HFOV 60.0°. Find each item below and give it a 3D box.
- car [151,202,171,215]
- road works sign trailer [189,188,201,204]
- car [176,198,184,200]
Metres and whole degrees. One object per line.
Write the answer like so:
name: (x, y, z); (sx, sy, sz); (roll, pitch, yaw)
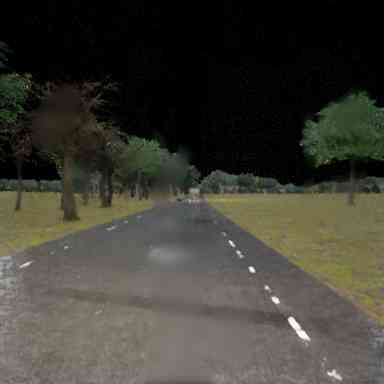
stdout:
car: (-3.439, 1.802, 37.549); (1.895, 1.301, 4.718); (0, 0, 1)
road works sign trailer: (0.609, 0.821, 76.634); (2.380, 3.560, 2.880); (0, 0, 1)
car: (-2.849, 1.661, 79.125); (2.033, 1.411, 5.357); (0, 0, 1)
